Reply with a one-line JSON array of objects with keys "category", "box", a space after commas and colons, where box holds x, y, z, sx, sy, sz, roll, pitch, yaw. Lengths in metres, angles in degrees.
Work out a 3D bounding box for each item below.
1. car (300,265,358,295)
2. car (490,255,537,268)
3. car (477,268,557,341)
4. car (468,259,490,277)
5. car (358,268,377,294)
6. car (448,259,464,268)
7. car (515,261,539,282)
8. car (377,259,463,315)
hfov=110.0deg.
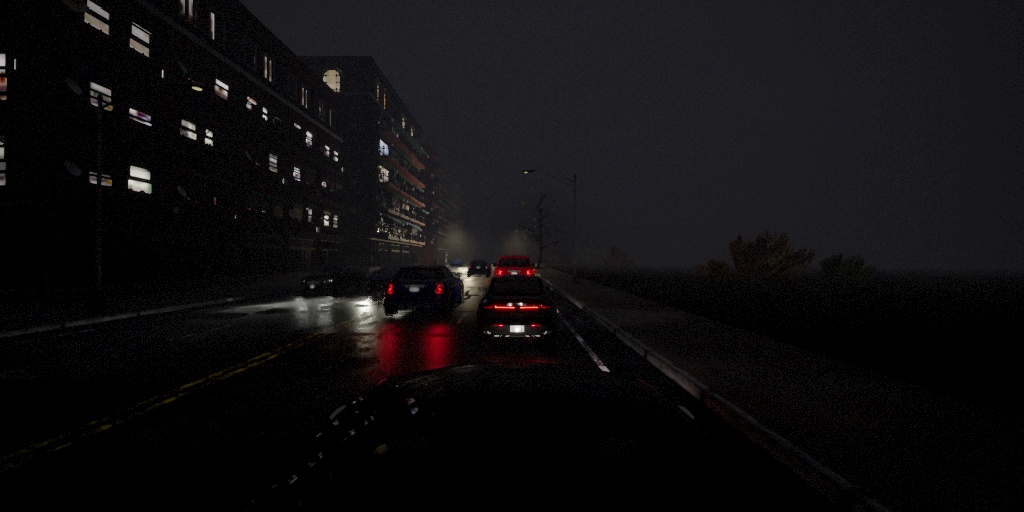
[{"category": "car", "box": [-9.832, 1.244, 20.111, 2.128, 1.511, 4.902, 0, 0, 0]}, {"category": "car", "box": [0.118, 0.974, 20.178, 2.150, 2.045, 5.566, 0, 0, 0]}, {"category": "car", "box": [0.110, 1.256, 9.831, 1.837, 1.490, 4.892, 0, 0, 0]}, {"category": "car", "box": [-3.117, 1.105, 35.388, 2.097, 1.767, 4.553, 0, 0, 0]}, {"category": "car", "box": [-6.581, 1.230, 20.337, 1.882, 1.535, 5.008, 0, 0, 0]}, {"category": "car", "box": [-9.754, 1.229, 62.965, 1.882, 1.535, 5.008, 0, 0, 0]}, {"category": "car", "box": [1.166, 1.209, 30.585, 1.801, 1.575, 5.366, 0, 0, 0]}, {"category": "car", "box": [-3.138, 1.105, 13.650, 2.097, 1.767, 4.553, 0, 0, 0]}]
